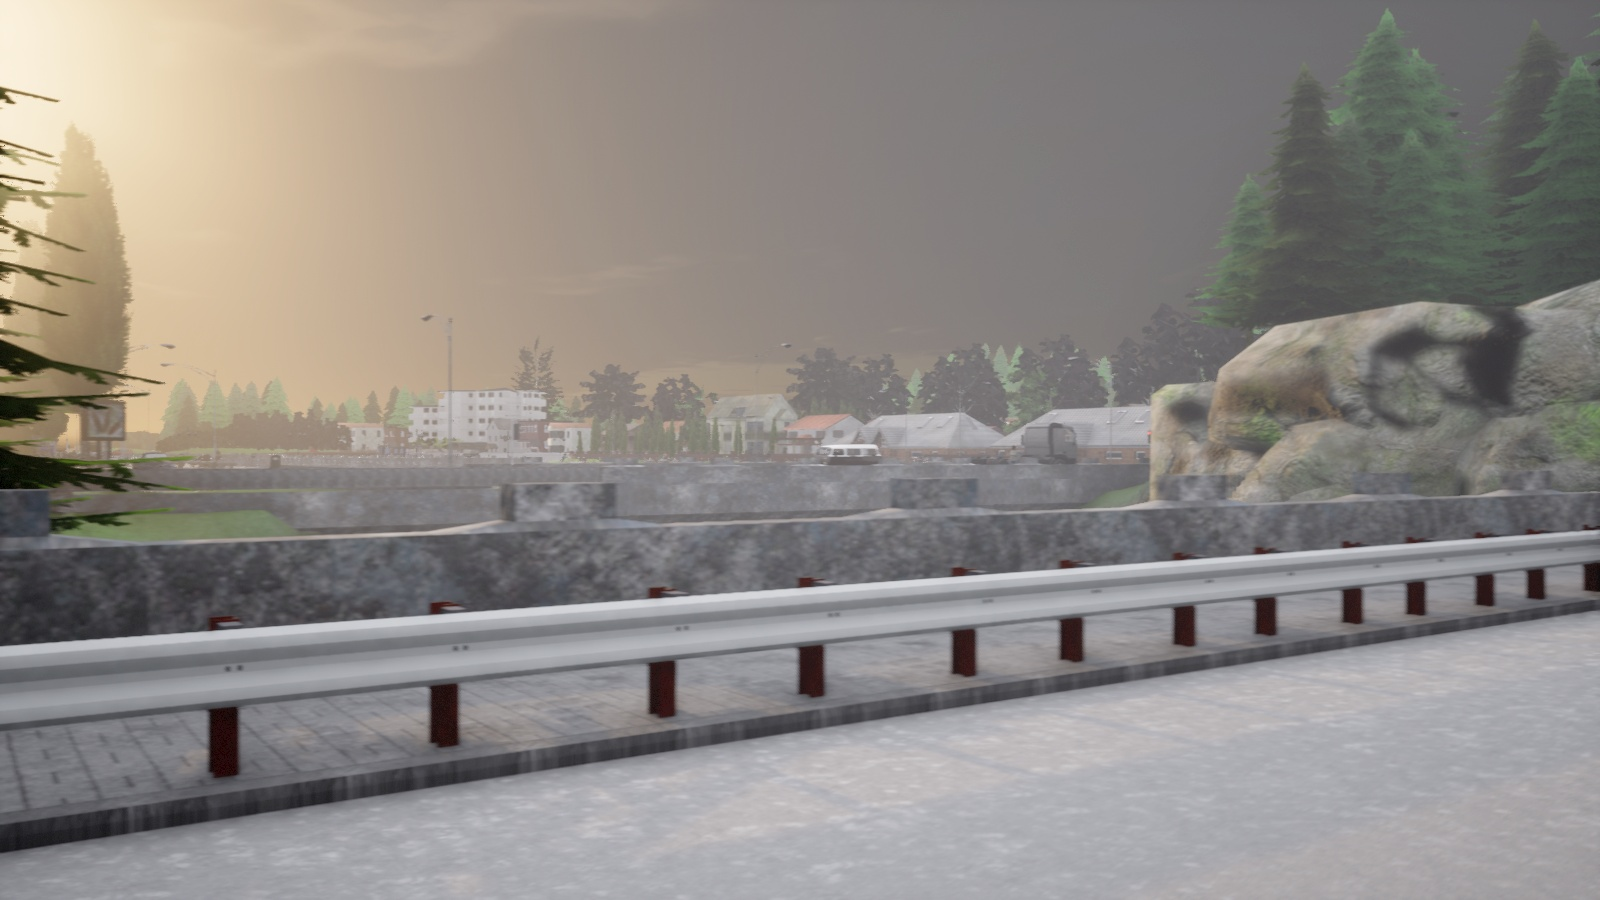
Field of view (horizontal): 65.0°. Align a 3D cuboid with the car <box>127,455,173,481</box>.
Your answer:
[{"bbox_3d":[-37.924,1.031,73.212,1.812,1.442,4.674,0,0,-35],"label":"car"}]

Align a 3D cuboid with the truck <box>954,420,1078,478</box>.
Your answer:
[{"bbox_3d":[13.633,-0.069,78.941,7.936,3.462,2.891,0,0,-35],"label":"truck"}]

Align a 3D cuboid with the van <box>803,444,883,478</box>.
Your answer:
[{"bbox_3d":[2.619,0.652,76.155,4.480,2.038,2.069,0,0,-35],"label":"van"}]
